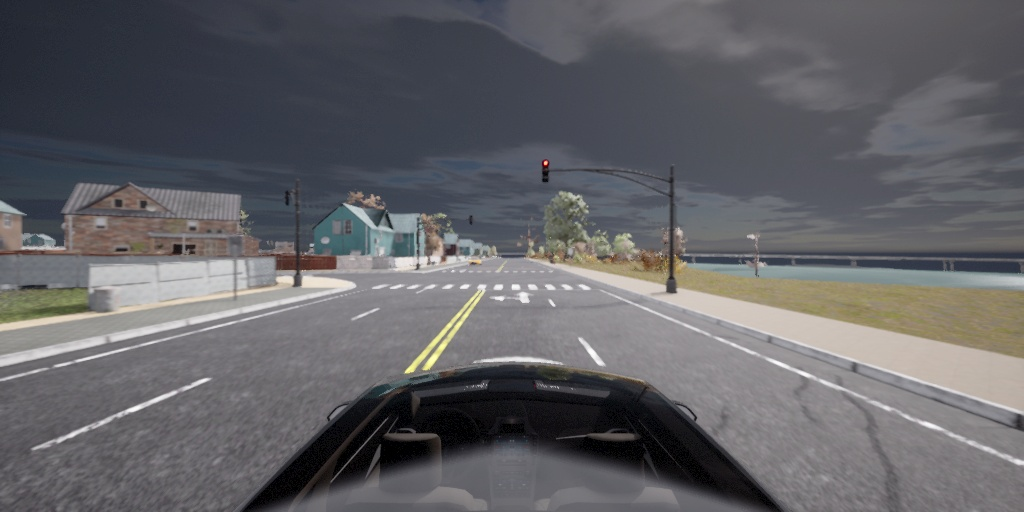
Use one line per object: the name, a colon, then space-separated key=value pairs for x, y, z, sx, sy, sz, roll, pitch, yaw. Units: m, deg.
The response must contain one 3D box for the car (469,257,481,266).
car: x=-6.500 y=0.904 z=63.136 sx=1.882 sy=1.535 sz=5.008 roll=0 pitch=2 yaw=0
